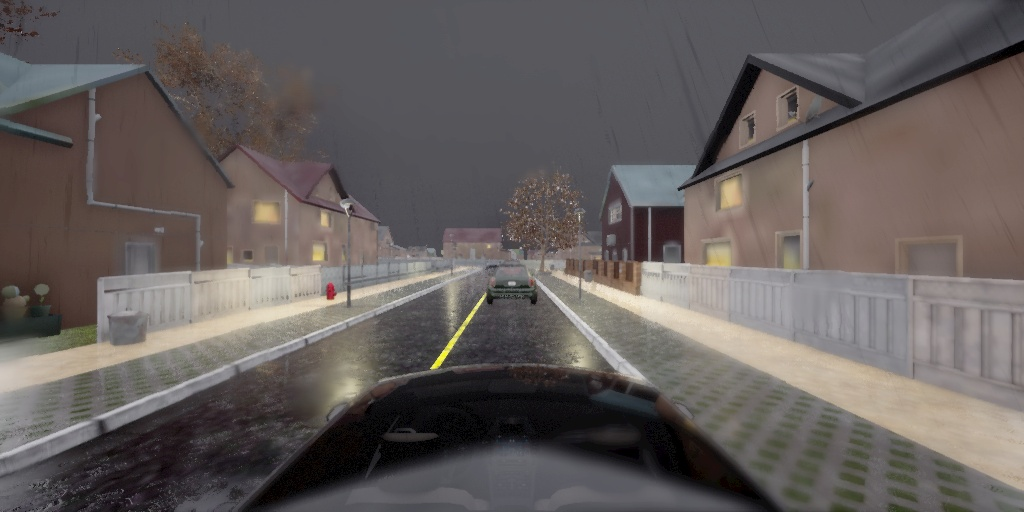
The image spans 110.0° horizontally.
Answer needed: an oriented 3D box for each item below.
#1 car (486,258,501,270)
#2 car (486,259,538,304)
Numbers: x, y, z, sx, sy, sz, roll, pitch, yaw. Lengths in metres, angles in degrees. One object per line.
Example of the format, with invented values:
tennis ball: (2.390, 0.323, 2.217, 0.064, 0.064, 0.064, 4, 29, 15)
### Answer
car: (-2.750, 1.225, 54.533, 2.097, 1.767, 4.553, 0, 0, 0)
car: (0.000, 1.123, 16.471, 2.097, 1.767, 4.553, 0, 0, 0)
